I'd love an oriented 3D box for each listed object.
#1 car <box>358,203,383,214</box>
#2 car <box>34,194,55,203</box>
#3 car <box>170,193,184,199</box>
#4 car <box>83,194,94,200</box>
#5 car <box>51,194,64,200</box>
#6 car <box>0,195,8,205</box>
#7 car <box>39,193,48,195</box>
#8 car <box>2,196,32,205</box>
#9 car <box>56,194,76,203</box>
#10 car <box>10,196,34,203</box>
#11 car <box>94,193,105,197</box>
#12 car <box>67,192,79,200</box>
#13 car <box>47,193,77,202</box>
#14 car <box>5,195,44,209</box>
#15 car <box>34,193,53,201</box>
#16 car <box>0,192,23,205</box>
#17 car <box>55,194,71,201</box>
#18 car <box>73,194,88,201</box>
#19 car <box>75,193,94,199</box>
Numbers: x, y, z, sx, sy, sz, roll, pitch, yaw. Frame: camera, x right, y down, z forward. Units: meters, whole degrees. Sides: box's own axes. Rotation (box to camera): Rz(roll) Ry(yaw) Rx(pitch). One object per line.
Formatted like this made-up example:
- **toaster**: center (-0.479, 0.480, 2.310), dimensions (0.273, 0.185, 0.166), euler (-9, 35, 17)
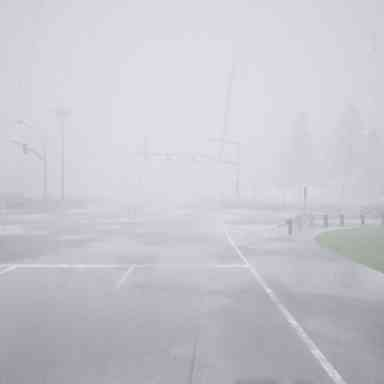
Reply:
- **car**: center (17.364, 1.386, 29.346), dimensions (4.902, 1.511, 2.128), euler (0, 0, 8)
- **car**: center (-28.105, 1.248, 63.628), dimensions (1.837, 1.490, 4.892), euler (0, 0, 0)
- **car**: center (-3.923, 0.959, 95.196), dimensions (2.097, 1.767, 4.553), euler (0, 0, -18)
- **car**: center (-26.468, 1.189, 84.909), dimensions (2.033, 1.411, 5.357), euler (0, 0, -10)
- **car**: center (-32.827, 1.190, 81.209), dimensions (2.128, 1.511, 4.902), euler (0, 0, -10)
- **car**: center (-31.658, 1.283, 52.741), dimensions (2.128, 1.511, 4.902), euler (0, 0, 0)
- **car**: center (-24.663, 1.269, 55.751), dimensions (2.128, 1.511, 4.902), euler (0, 0, 0)
- **car**: center (-28.159, 1.334, 53.773), dimensions (2.033, 1.411, 5.357), euler (0, 0, 0)
- **car**: center (-24.608, 1.214, 65.094), dimensions (1.882, 1.535, 5.008), euler (0, 0, 0)
- **car**: center (-31.602, 1.347, 61.979), dimensions (1.895, 1.301, 4.718), euler (0, 0, 0)
- **car**: center (-21.211, 1.057, 73.005), dimensions (2.097, 1.767, 4.553), euler (0, 0, -3)
- **car**: center (-29.587, 1.014, 82.800), dimensions (2.097, 1.767, 4.553), euler (0, 0, -10)
- **car**: center (-21.172, 1.332, 54.155), dimensions (2.033, 1.411, 5.357), euler (0, 0, 0)
- **car**: center (-21.166, 1.438, 42.258), dimensions (1.895, 1.301, 4.718), euler (0, 0, 0)
- **car**: center (-31.665, 1.066, 70.920), dimensions (2.097, 1.767, 4.553), euler (0, 0, 0)
- **car**: center (-24.668, 1.050, 44.763), dimensions (2.150, 2.045, 5.566), euler (0, 0, 0)
- **car**: center (-28.227, 1.202, 72.967), dimensions (1.837, 1.490, 4.892), euler (0, 0, -3)
- **car**: center (-24.843, 1.173, 74.528), dimensions (1.882, 1.535, 5.008), euler (0, 0, -3)
- **car**: center (-21.128, 1.219, 63.929), dimensions (1.882, 1.535, 5.008), euler (0, 0, 0)
